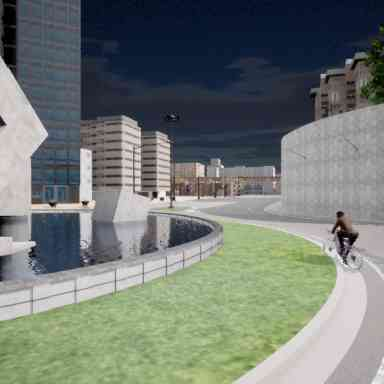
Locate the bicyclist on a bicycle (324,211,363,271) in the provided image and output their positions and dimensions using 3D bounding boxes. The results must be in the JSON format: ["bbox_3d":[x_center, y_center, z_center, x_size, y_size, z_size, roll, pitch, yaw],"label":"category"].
[{"bbox_3d":[4.507,1.402,9.952,0.582,1.620,1.656,0,6,-16],"label":"bicyclist on a bicycle"}]
